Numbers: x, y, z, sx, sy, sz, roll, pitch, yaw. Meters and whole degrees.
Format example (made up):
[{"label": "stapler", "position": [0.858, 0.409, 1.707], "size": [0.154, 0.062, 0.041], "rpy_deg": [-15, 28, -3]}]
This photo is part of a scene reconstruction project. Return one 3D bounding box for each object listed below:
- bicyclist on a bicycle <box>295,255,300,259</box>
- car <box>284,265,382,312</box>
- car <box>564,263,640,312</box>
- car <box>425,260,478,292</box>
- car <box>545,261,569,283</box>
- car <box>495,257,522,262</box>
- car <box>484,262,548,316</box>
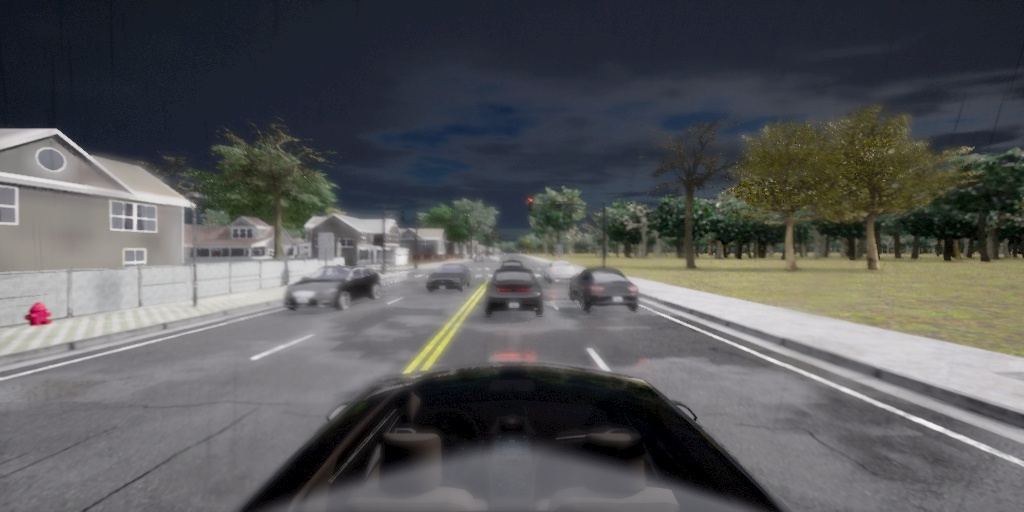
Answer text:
[{"label": "bicyclist on a bicycle", "position": [-24.673, 0.723, 41.249], "size": [0.582, 1.620, 1.656], "rpy_deg": [0, 1, 0]}, {"label": "car", "position": [-6.601, 1.131, 13.781], "size": [2.128, 1.511, 4.902], "rpy_deg": [0, 0, 0]}, {"label": "car", "position": [3.318, 1.164, 13.487], "size": [1.812, 1.442, 4.674], "rpy_deg": [0, 1, 0]}, {"label": "car", "position": [-3.333, 1.127, 19.915], "size": [2.033, 1.411, 5.357], "rpy_deg": [0, 1, 0]}, {"label": "car", "position": [3.290, 1.058, 24.706], "size": [1.812, 1.442, 4.674], "rpy_deg": [0, 0, 0]}, {"label": "car", "position": [0.038, 1.040, 24.374], "size": [1.837, 1.490, 4.892], "rpy_deg": [0, 0, 0]}, {"label": "car", "position": [0.066, 1.151, 12.797], "size": [1.837, 1.490, 4.892], "rpy_deg": [0, 1, 0]}]
